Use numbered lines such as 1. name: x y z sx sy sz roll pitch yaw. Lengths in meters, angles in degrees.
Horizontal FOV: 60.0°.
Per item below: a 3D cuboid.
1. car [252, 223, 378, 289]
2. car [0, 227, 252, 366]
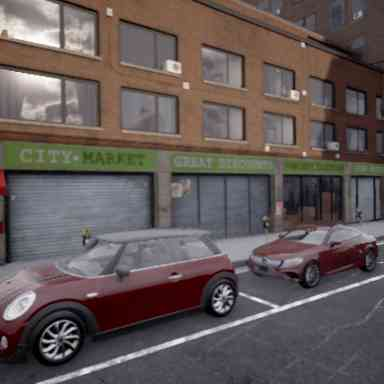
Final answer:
1. car: 3.371 1.512 8.906 4.206 1.307 1.802 -1 0 -35
2. car: -1.195 1.417 5.686 4.097 1.590 1.967 -1 0 -35
